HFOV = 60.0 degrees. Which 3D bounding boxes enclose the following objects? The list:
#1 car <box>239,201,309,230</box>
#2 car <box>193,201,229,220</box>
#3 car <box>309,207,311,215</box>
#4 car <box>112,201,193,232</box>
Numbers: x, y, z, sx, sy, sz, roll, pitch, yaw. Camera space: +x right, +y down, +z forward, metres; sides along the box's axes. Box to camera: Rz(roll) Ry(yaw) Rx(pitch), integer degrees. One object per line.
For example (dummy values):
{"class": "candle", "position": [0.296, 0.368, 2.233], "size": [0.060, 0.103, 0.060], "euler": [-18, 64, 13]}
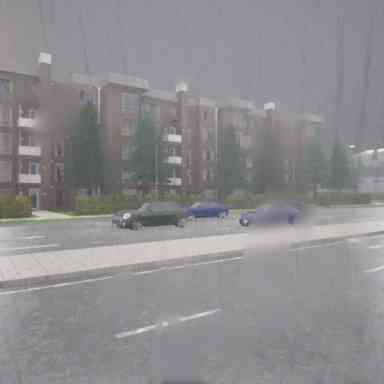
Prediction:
{"class": "car", "position": [5.169, 1.525, 21.448], "size": [4.674, 1.442, 1.812], "euler": [0, 0, -34]}
{"class": "car", "position": [0.708, 1.477, 26.879], "size": [5.008, 1.535, 1.882], "euler": [0, 0, -34]}
{"class": "car", "position": [7.739, 1.491, 27.488], "size": [4.902, 1.511, 2.128], "euler": [0, 0, -35]}
{"class": "car", "position": [-2.560, 1.351, 20.408], "size": [4.553, 1.767, 2.097], "euler": [0, 0, -35]}
